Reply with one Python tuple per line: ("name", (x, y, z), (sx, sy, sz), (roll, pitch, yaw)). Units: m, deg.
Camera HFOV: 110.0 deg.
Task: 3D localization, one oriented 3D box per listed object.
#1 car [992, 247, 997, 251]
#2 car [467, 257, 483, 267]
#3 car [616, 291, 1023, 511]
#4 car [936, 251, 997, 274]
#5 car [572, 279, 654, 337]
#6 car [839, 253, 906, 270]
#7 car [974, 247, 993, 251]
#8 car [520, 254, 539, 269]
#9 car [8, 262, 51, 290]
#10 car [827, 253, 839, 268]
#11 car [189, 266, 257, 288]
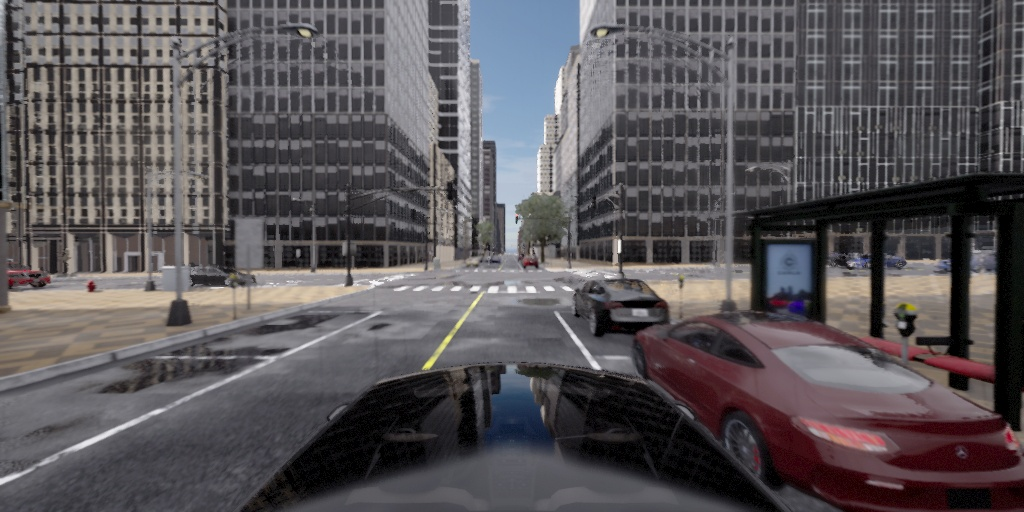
("car", (49.284, -0.121, 33.613), (5.357, 1.411, 2.033), (-1, 1, -1))
("car", (-5.857, 0.932, 54.319), (1.751, 1.417, 4.829), (0, 0, 0))
("car", (2.798, 1.316, 4.267), (1.802, 1.307, 4.207), (0, 0, 0))
("car", (35.171, 0.603, 26.838), (5.357, 1.411, 2.033), (-1, 1, -1))
("car", (2.815, 1.263, 9.953), (1.948, 1.339, 4.313), (0, 0, 0))
("car", (33.812, 0.502, 33.397), (4.674, 1.442, 1.812), (-1, 1, -1))
("car", (49.245, -0.186, 36.862), (4.674, 1.442, 1.812), (-1, 1, -1))
("car", (2.542, 0.758, 48.881), (2.192, 1.841, 5.009), (0, 0, 0))
("car", (-36.483, 1.410, 25.368), (5.566, 2.045, 2.150), (-1, 1, -1))
("car", (33.736, 0.419, 36.641), (4.902, 1.511, 2.128), (-1, 1, -1))
("car", (-21.043, 1.496, 25.689), (4.892, 1.490, 1.837), (1, 1, -1))
